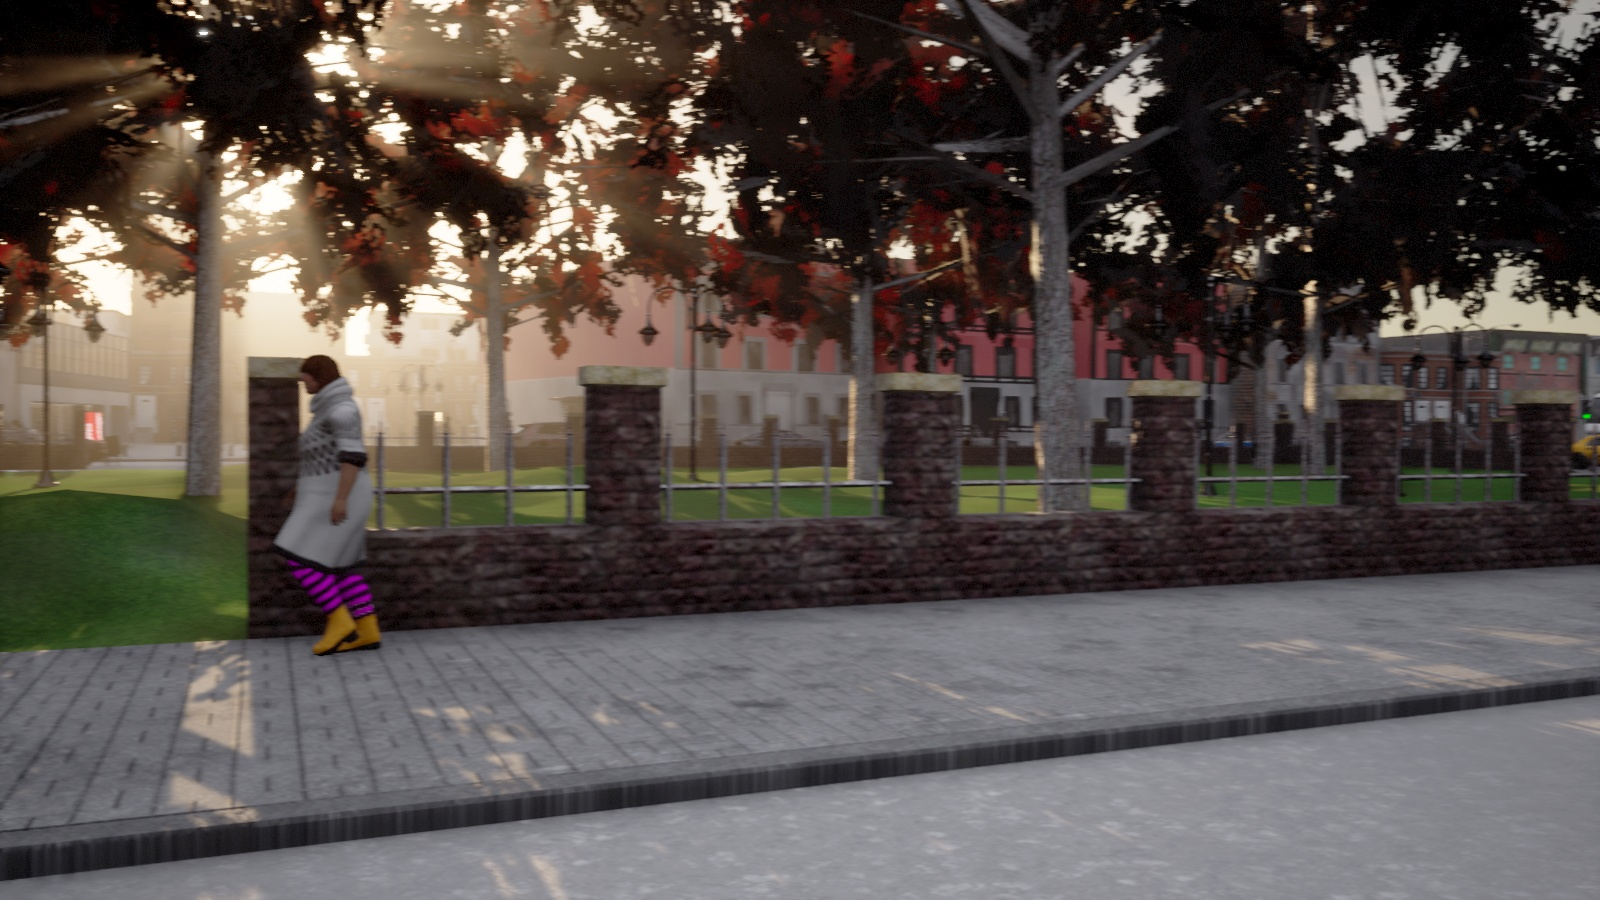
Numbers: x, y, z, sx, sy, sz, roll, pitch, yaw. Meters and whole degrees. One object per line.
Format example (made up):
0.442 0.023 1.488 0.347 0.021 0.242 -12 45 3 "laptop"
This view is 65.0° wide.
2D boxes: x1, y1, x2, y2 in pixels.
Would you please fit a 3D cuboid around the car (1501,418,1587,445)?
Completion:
44.300 -1.118 74.804 4.892 1.490 1.837 -1 1 -23 "car"

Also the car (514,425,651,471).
-8.393 -0.111 48.433 4.856 1.649 2.033 -1 1 -23 "car"

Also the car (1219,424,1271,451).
22.802 -0.633 64.374 2.207 1.376 1.481 0 1 7 "car"

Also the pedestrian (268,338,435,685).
-2.696 0.335 7.530 0.873 1.952 0.659 -1 1 -23 "pedestrian"

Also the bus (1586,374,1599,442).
54.977 -2.702 79.236 10.273 4.253 3.944 -1 1 -23 "bus"

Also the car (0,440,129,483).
-24.968 0.375 41.504 4.718 1.301 1.895 -1 1 -23 "car"

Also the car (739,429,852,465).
-0.195 -0.134 51.871 4.181 1.385 1.994 -1 1 -22 "car"

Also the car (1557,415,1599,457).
31.586 -0.541 47.131 1.801 1.575 5.366 -1 1 -24 "car"
